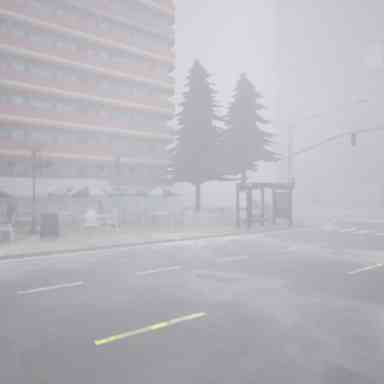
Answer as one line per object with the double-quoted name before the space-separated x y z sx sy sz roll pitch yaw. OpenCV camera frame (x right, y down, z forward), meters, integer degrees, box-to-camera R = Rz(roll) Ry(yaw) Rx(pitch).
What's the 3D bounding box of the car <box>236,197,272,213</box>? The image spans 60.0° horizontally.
"car" 7.361 1.705 39.959 2.128 1.511 4.902 0 0 -36
